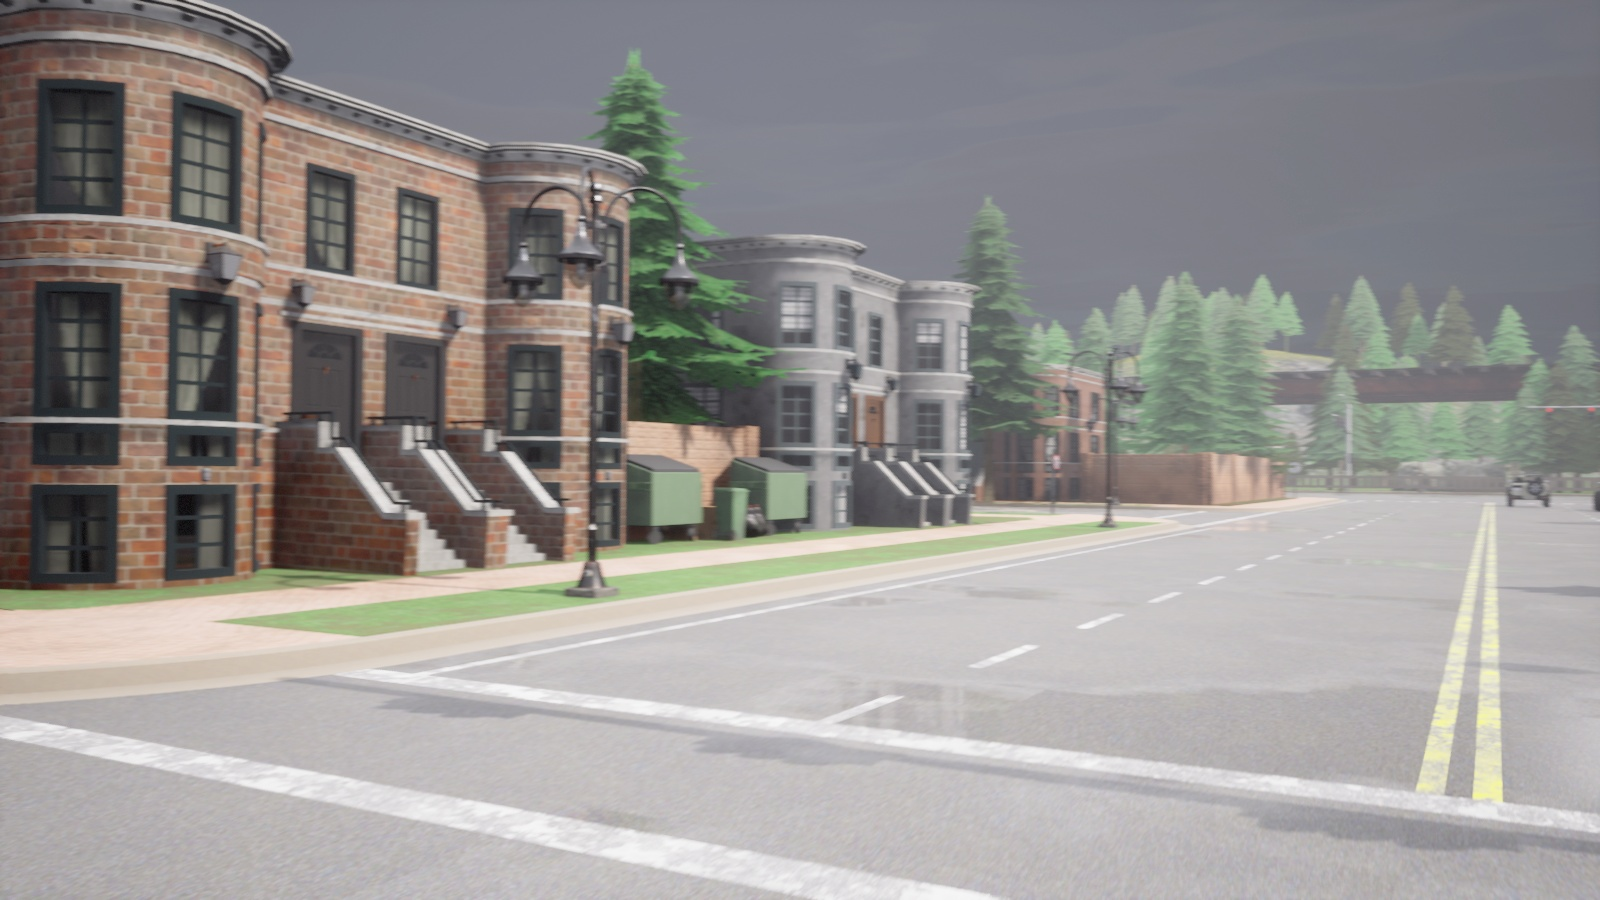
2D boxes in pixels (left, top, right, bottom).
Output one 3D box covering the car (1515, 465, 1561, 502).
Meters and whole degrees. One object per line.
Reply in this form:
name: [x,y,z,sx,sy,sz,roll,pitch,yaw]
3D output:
car: [38.291,1.730,65.243,1.932,1.855,4.605,-1,-1,29]
